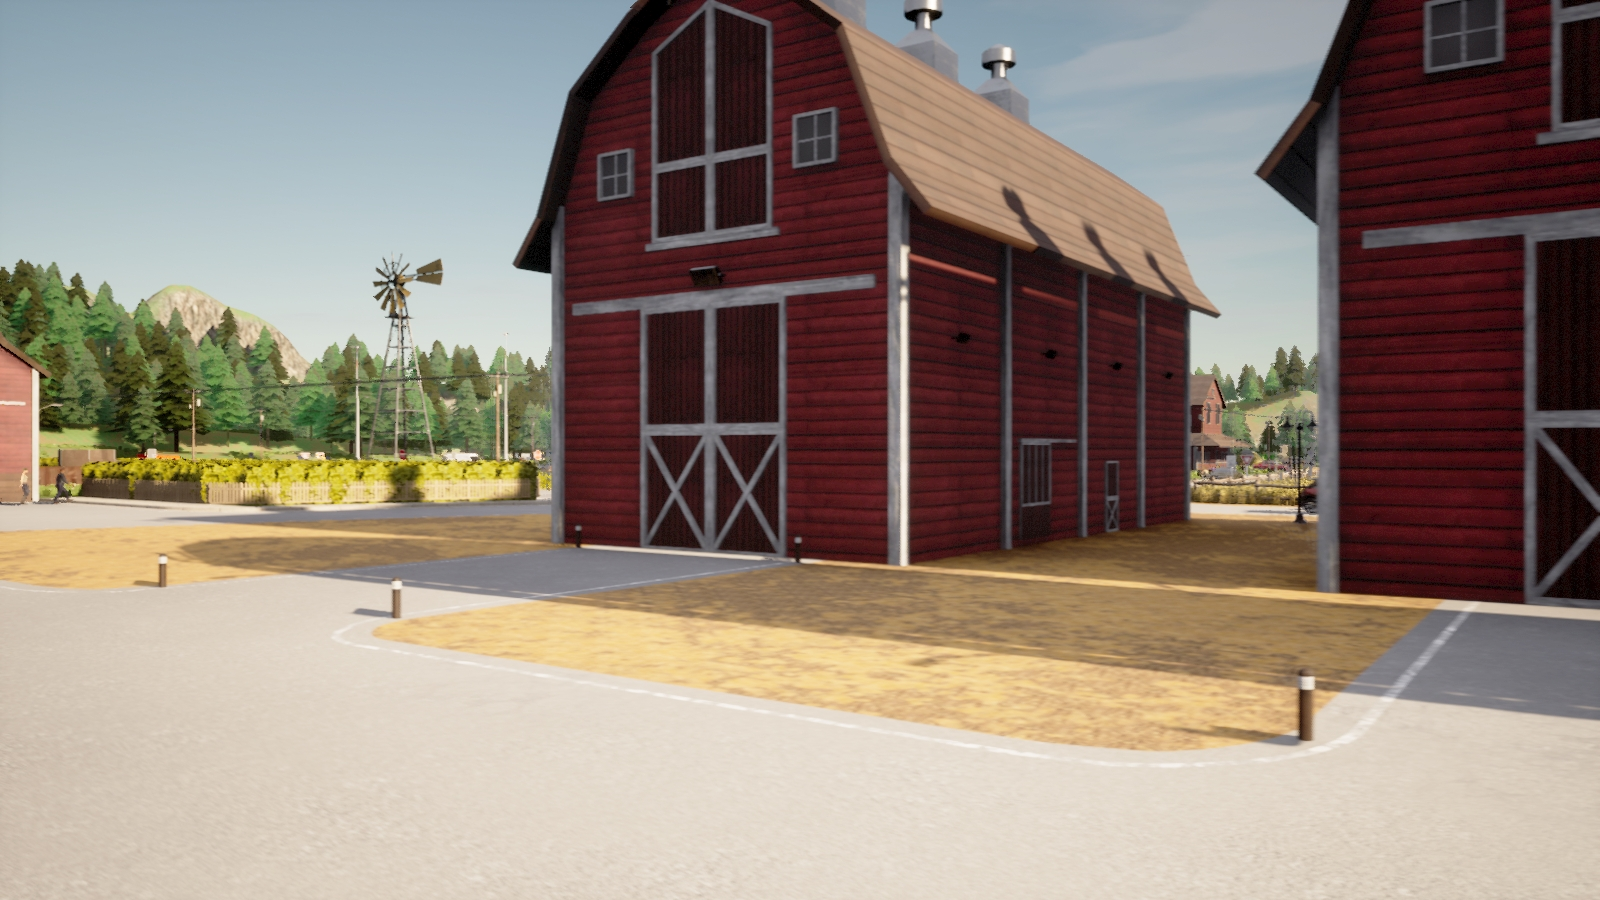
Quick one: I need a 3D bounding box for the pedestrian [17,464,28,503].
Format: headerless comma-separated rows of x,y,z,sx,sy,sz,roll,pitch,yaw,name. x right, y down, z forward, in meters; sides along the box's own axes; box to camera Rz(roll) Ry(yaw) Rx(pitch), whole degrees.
-37.734,1.617,55.465,0.375,1.860,0.375,0,0,-27,pedestrian

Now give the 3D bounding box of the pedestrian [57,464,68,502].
-36.575,1.618,56.627,0.375,1.860,0.375,0,0,42,pedestrian
